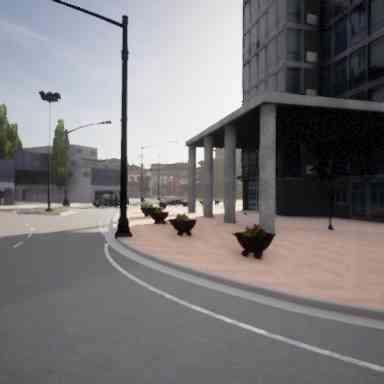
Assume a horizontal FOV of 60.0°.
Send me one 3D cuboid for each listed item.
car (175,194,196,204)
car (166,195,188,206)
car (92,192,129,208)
[{"bbox_3d":[-1.237,1.300,65.200,2.097,1.767,4.553,1,0,26],"label":"car"},{"bbox_3d":[-2.882,1.543,53.621,1.895,1.301,4.718,1,0,26],"label":"car"},{"bbox_3d":[-11.041,1.092,45.542,2.150,2.045,5.566,1,0,29],"label":"car"}]
